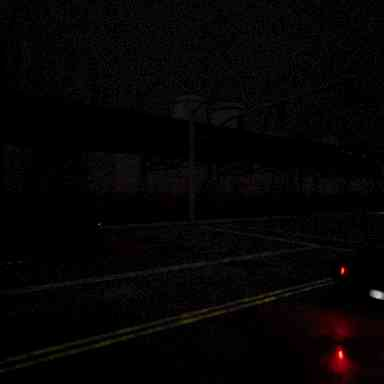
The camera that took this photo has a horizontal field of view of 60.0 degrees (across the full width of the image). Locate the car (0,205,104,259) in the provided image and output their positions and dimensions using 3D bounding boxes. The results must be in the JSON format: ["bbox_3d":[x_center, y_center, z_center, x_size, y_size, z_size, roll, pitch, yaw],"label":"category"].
[{"bbox_3d":[-5.824,1.369,12.733,4.553,1.767,2.097,0,0,-35],"label":"car"}]

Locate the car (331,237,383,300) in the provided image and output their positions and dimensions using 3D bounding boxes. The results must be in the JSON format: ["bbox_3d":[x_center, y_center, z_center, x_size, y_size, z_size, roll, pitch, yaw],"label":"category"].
[{"bbox_3d":[5.306,1.655,7.543,4.718,1.301,1.895,0,0,-35],"label":"car"}]
